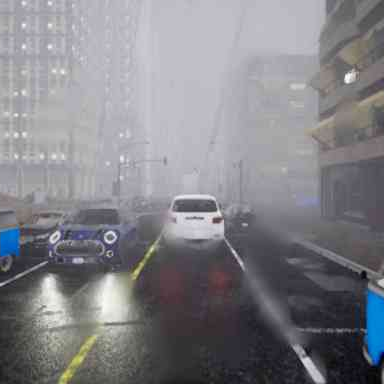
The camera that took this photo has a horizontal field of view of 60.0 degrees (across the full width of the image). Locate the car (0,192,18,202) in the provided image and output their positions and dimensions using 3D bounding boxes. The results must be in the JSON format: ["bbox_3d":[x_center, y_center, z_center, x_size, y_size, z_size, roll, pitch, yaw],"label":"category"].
[{"bbox_3d":[-26.711,0.763,46.743,4.206,1.307,1.802,1,-1,0],"label":"car"}]

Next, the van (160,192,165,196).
[{"bbox_3d":[-5.694,0.853,68.453,1.690,1.788,3.998,0,0,0],"label":"van"}]

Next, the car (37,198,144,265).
[{"bbox_3d":[-3.102,1.266,11.324,2.097,1.767,4.553,0,0,0],"label":"car"}]

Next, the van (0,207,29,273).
[{"bbox_3d":[-5.692,1.282,7.737,1.690,1.788,3.998,0,0,0],"label":"van"}]

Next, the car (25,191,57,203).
[{"bbox_3d":[-21.134,0.729,46.758,4.097,1.590,1.967,1,-1,0],"label":"car"}]

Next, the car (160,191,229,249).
[{"bbox_3d":[0.099,1.116,14.061,2.150,2.045,5.566,0,1,0],"label":"car"}]

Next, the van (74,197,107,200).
[{"bbox_3d":[-5.692,1.199,19.034,1.690,1.788,3.998,0,0,0],"label":"van"}]

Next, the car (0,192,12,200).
[{"bbox_3d":[-32.366,0.583,55.109,4.206,1.307,1.802,1,-1,0],"label":"car"}]

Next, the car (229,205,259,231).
[{"bbox_3d":[2.689,1.408,19.035,2.008,1.369,4.403,0,0,0],"label":"car"}]

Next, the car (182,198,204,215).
[{"bbox_3d":[0.098,1.329,31.858,1.994,1.385,4.181,0,0,0],"label":"car"}]

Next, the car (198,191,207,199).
[{"bbox_3d":[2.685,0.716,85.107,2.192,1.841,5.009,0,0,0],"label":"car"}]

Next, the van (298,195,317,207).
[{"bbox_3d":[16.927,1.363,46.715,3.998,1.788,1.690,1,-1,0],"label":"van"}]

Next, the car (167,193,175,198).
[{"bbox_3d":[-5.695,0.892,90.487,1.752,1.417,4.829,0,0,0],"label":"car"}]

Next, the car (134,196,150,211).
[{"bbox_3d":[-5.693,1.176,35.980,1.967,1.590,4.097,0,0,0],"label":"car"}]

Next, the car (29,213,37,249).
[{"bbox_3d":[-5.692,1.450,13.387,2.008,1.369,4.403,0,0,0],"label":"car"}]

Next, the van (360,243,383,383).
[{"bbox_3d":[2.689,1.324,2.088,1.690,1.788,3.998,0,0,0],"label":"van"}]
